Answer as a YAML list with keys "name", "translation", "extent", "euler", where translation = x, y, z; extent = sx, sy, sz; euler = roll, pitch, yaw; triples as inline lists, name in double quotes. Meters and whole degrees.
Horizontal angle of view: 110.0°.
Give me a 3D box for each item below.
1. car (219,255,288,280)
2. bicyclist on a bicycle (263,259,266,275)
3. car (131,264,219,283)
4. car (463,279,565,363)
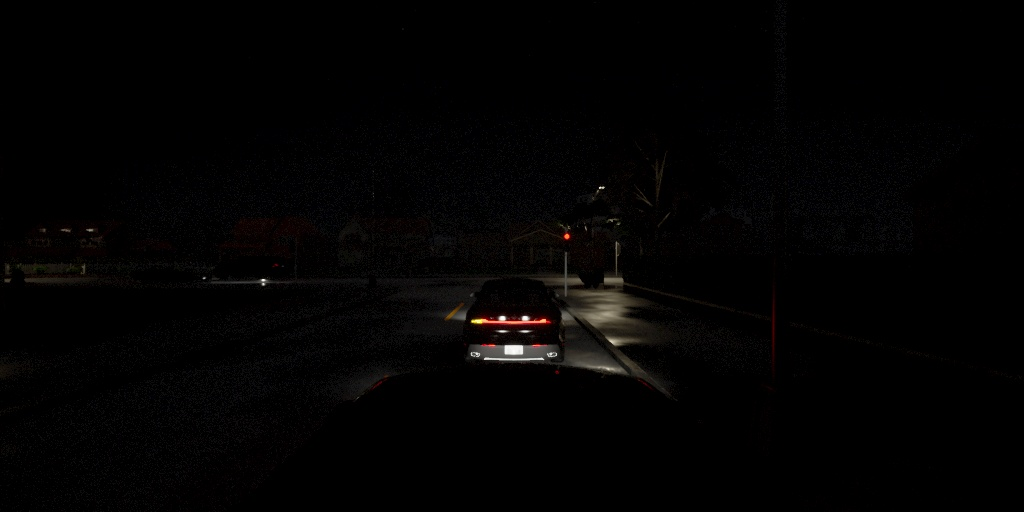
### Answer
- name: "car"
  translation: [-22.486, 0.971, 31.018]
  extent: [5.566, 2.045, 2.150]
  euler: [0, 0, 0]
- name: "bicyclist on a bicycle"
  translation: [-24.169, 1.099, 35.189]
  extent: [0.582, 1.620, 1.656]
  euler: [0, 0, 0]
- name: "car"
  translation: [-25.218, 1.351, 26.790]
  extent: [4.718, 1.301, 1.895]
  euler: [0, 0, 0]
- name: "car"
  translation: [0.052, 1.255, 8.154]
  extent: [1.837, 1.490, 4.892]
  euler: [0, 0, 1]
